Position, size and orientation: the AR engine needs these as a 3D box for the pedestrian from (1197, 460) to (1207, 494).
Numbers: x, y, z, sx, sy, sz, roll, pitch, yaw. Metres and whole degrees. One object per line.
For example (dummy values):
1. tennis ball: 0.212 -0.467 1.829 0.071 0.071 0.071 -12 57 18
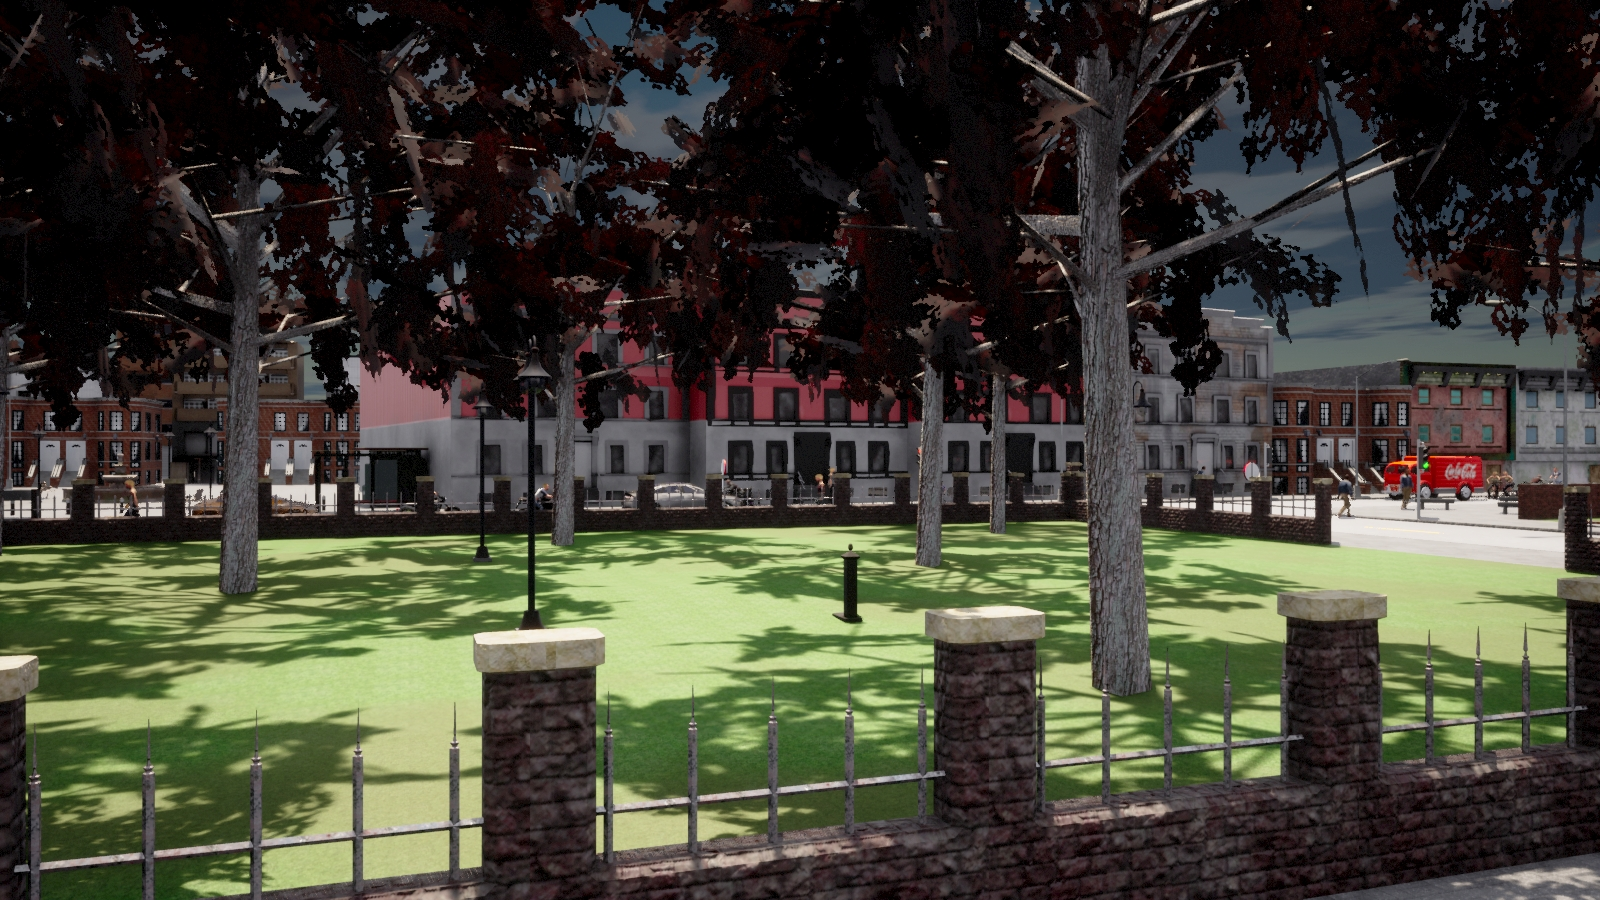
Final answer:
1. pedestrian: 22.742 1.523 64.576 0.375 1.860 0.375 0 0 -19

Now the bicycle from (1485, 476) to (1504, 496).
1. bicycle: 39.299 2.036 64.656 0.859 1.080 1.487 0 0 35

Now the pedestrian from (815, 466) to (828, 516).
1. pedestrian: 0.795 1.525 42.509 0.375 1.860 0.375 0 0 -19

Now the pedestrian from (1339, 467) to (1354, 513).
1. pedestrian: 22.195 1.629 46.388 0.375 1.860 0.375 0 0 -13

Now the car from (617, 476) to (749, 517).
1. car: -4.677 1.827 45.707 4.902 1.511 2.128 0 0 -19

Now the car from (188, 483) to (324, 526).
1. car: -19.294 1.898 40.716 4.181 1.385 1.994 0 0 -19

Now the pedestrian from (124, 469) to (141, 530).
1. pedestrian: -20.562 1.523 35.196 0.375 1.860 0.375 0 0 -19

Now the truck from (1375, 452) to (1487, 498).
1. truck: 35.004 1.348 63.458 5.204 2.467 2.627 0 0 -19

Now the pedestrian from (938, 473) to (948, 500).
1. pedestrian: 7.105 1.802 56.786 0.375 1.300 0.375 0 0 -27

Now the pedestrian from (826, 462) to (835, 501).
1. pedestrian: 1.461 1.524 55.296 0.375 1.860 0.375 0 0 -7

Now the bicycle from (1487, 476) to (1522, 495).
1. bicycle: 40.458 2.036 65.608 1.487 1.080 0.859 0 0 1

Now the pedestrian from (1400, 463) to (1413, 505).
1. pedestrian: 26.960 1.517 50.804 0.375 1.860 0.375 0 0 -2

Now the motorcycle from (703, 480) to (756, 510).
1. motorcycle: -3.115 1.985 50.557 2.209 1.251 0.867 0 0 -20

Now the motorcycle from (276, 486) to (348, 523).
1. motorcycle: -17.611 1.950 41.298 2.356 1.277 0.764 0 0 -19
